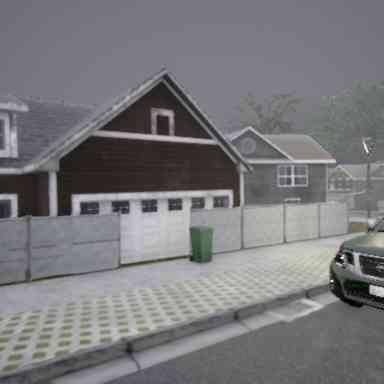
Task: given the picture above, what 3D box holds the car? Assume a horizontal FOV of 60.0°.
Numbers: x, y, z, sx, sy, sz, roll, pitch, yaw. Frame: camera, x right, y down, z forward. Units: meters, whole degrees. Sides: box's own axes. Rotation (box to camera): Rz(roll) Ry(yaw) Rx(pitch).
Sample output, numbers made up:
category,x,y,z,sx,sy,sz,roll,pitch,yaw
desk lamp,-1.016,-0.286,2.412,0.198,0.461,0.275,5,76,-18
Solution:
category,x,y,z,sx,sy,sz,roll,pitch,yaw
car,5.129,1.152,6.697,5.566,2.045,2.150,-1,0,-35
